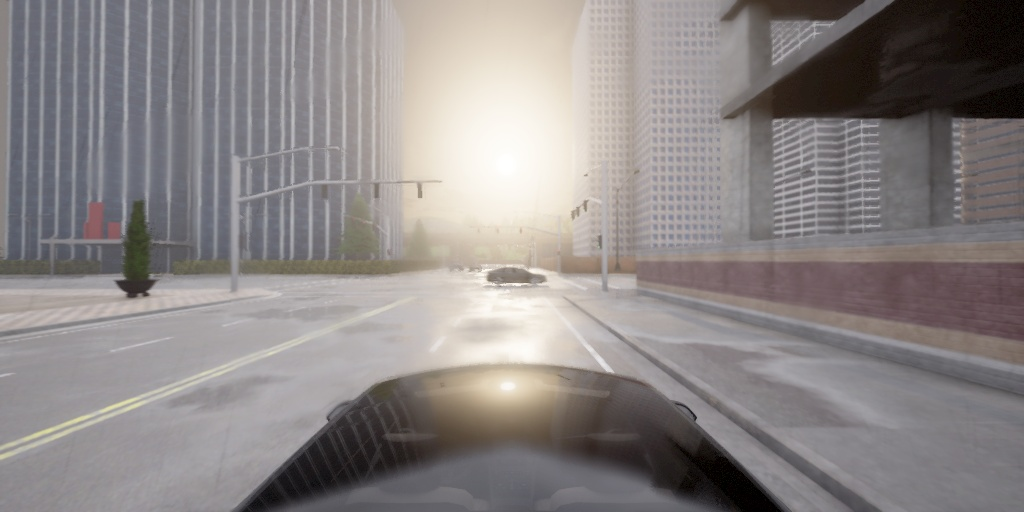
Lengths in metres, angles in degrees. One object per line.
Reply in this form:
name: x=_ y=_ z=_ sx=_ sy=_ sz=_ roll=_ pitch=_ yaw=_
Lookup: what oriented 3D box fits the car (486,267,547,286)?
car: x=0.368 y=1.607 z=28.673 sx=4.892 sy=1.490 sz=1.837 roll=0 pitch=-1 yaw=-1
